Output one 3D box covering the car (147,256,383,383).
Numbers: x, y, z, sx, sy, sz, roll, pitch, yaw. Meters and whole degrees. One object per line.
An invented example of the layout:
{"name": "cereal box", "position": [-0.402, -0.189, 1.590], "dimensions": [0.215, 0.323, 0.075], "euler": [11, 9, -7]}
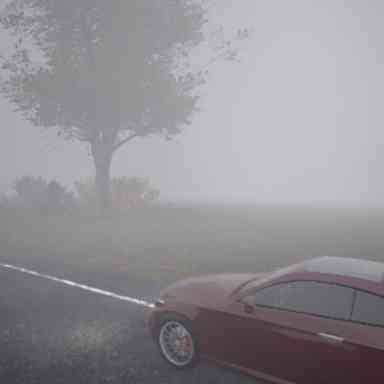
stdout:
{"name": "car", "position": [1.579, 1.540, 4.007], "dimensions": [4.674, 1.442, 1.812], "euler": [1, 0, 35]}
